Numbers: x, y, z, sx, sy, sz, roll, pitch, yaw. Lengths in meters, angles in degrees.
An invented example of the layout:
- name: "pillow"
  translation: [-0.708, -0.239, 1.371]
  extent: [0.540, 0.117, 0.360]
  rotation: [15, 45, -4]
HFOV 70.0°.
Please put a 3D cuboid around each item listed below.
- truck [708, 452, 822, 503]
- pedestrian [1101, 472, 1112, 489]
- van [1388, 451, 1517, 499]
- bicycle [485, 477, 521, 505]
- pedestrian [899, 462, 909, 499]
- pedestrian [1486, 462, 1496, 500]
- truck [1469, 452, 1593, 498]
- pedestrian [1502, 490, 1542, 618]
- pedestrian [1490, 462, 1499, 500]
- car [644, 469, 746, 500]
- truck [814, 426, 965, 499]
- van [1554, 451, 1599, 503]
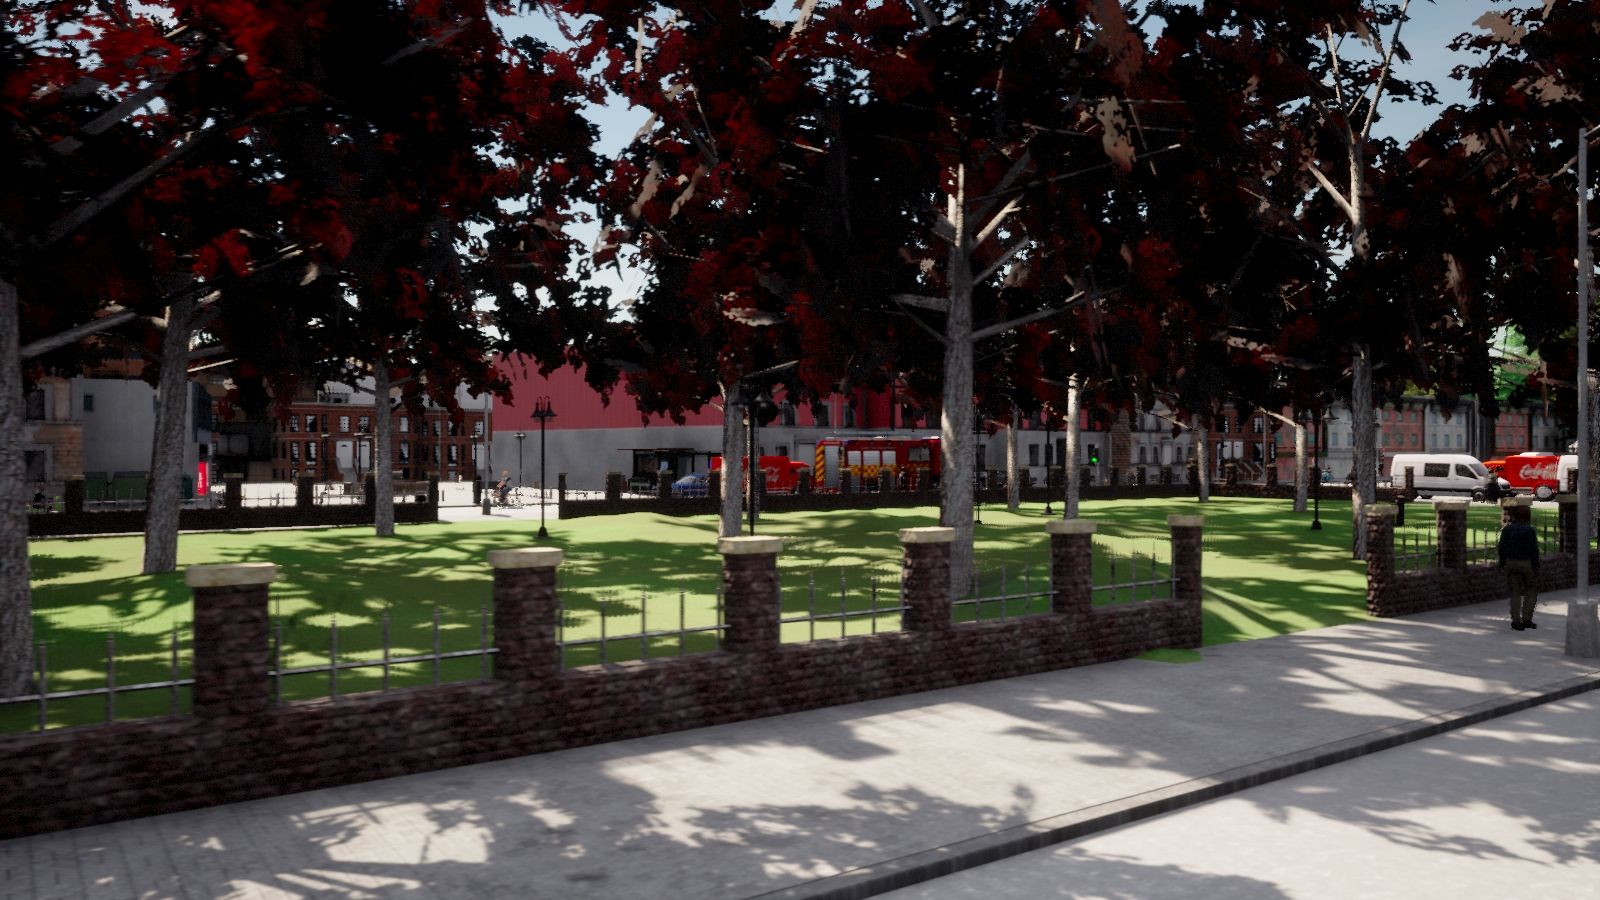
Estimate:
- name: "truck"
  translation: [-1.764, 1.350, 58.453]
  extent: [5.204, 2.467, 2.627]
  rotation: [0, 0, -35]
- name: "pedestrian"
  translation: [19.946, 2.009, 74.361]
  extent: [0.500, 1.100, 0.500]
  rotation: [0, 0, -33]
- name: "van"
  translation: [35.965, 1.315, 63.176]
  extent: [1.988, 2.561, 5.915]
  rotation: [0, 0, -34]
- name: "bicycle"
  translation: [-14.183, 1.936, 54.639]
  extent: [1.643, 1.296, 0.373]
  rotation: [0, 0, -35]
- name: "pedestrian"
  translation: [5.209, 1.524, 57.462]
  extent: [0.375, 1.860, 0.375]
  rotation: [0, 0, -21]
- name: "pedestrian"
  translation: [34.077, 1.526, 56.319]
  extent: [0.375, 1.860, 0.375]
  rotation: [0, 0, 21]
- name: "truck"
  translation: [40.542, 1.345, 63.488]
  extent: [2.627, 2.467, 5.204]
  rotation: [0, 0, -35]
- name: "pedestrian"
  translation: [10.696, 1.525, 16.928]
  extent: [0.375, 1.860, 0.375]
  rotation: [0, 0, -29]
- name: "pedestrian"
  translation: [34.489, 1.523, 56.764]
  extent: [0.375, 1.860, 0.375]
  rotation: [0, 0, 33]
- name: "car"
  translation: [-5.534, 1.814, 60.706]
  extent: [5.006, 1.535, 2.097]
  rotation: [0, 0, -35]
- name: "truck"
  translation: [5.055, 0.671, 63.536]
  extent: [8.468, 3.827, 2.891]
  rotation: [0, 0, -35]
- name: "van"
  translation: [40.791, 1.315, 56.183]
  extent: [1.988, 2.561, 5.915]
  rotation: [0, 0, -35]
